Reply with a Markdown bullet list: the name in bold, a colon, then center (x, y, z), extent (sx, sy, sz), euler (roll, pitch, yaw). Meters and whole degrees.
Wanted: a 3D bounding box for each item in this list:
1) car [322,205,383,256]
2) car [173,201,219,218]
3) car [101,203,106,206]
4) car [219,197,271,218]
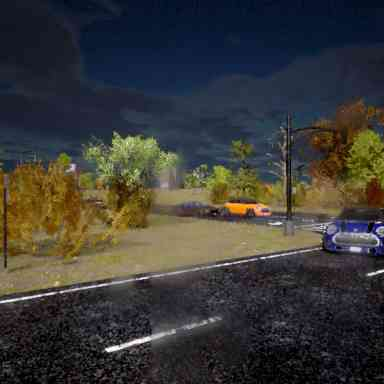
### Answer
- **car**: center (6.703, 1.356, 13.114), extent (2.097, 1.767, 4.553), euler (0, -1, 32)
- **car**: center (0.341, 1.553, 31.084), extent (2.033, 1.411, 5.357), euler (0, 0, -38)
- **car**: center (-13.961, 1.474, 49.350), extent (2.128, 1.511, 4.902), euler (0, 0, -38)
- **car**: center (5.006, 1.341, 30.408), extent (2.097, 1.767, 4.553), euler (0, 0, -38)
